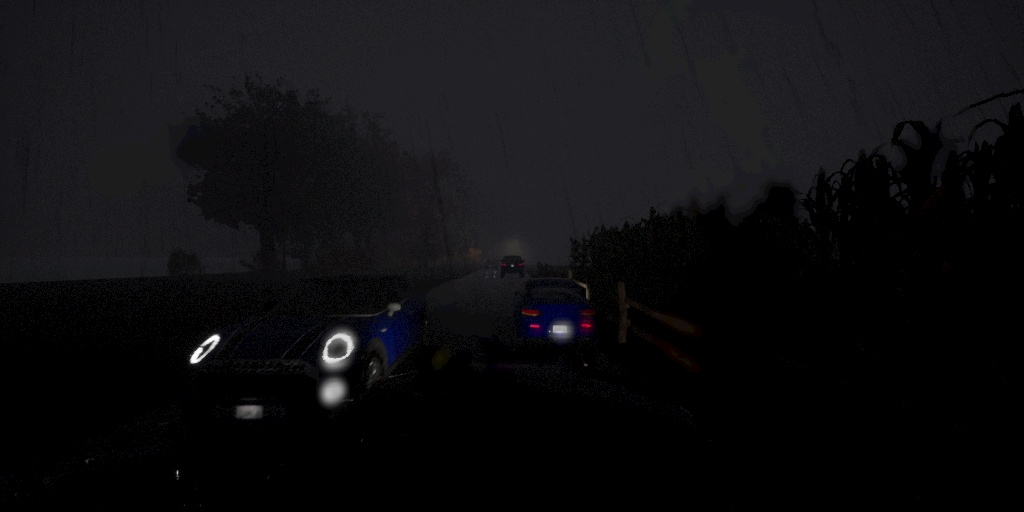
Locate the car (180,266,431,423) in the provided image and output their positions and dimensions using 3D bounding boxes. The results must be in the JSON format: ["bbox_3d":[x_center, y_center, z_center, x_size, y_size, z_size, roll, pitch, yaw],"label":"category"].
[{"bbox_3d":[-2.853,1.100,6.132,2.097,1.767,4.553,0,0,0],"label":"car"}]

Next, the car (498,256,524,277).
[{"bbox_3d":[0.038,0.968,35.242,2.150,2.045,5.566,0,0,0],"label":"car"}]

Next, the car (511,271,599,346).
[{"bbox_3d":[0.959,1.274,9.265,1.812,1.442,4.674,0,0,0],"label":"car"}]

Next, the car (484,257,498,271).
[{"bbox_3d":[-2.879,1.234,50.330,2.128,1.511,4.902,0,0,0],"label":"car"}]
